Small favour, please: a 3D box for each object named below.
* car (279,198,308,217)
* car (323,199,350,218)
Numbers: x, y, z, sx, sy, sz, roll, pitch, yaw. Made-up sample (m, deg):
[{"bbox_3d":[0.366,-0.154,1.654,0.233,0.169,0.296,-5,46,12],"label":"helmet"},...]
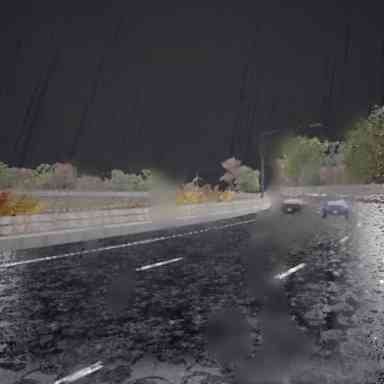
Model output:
[{"bbox_3d":[9.049,1.282,29.497,1.882,1.535,5.008,0,0,26],"label":"car"},{"bbox_3d":[11.962,1.339,27.492,1.812,1.442,4.674,0,0,26],"label":"car"}]
